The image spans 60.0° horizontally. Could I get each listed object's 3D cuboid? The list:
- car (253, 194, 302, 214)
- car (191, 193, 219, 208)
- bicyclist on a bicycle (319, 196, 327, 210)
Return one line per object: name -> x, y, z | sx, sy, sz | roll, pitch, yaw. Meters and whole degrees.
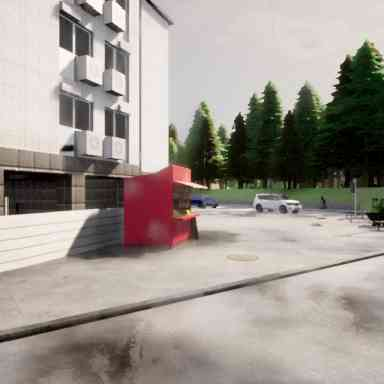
car -> 9.058, 1.221, 35.743 | 2.150, 2.045, 5.566 | 0, 0, -35
car -> 1.348, 1.220, 46.607 | 2.150, 2.045, 5.566 | 0, 0, -35
bicyclist on a bicycle -> 15.947, 1.349, 40.536 | 1.656, 1.620, 0.582 | 0, 0, -35
